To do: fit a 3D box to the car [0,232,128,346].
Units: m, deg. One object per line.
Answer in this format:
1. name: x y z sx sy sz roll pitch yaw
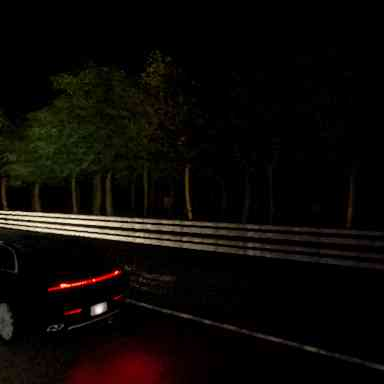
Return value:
1. car: -3.364 1.565 6.507 4.892 1.490 1.837 -1 -1 36
